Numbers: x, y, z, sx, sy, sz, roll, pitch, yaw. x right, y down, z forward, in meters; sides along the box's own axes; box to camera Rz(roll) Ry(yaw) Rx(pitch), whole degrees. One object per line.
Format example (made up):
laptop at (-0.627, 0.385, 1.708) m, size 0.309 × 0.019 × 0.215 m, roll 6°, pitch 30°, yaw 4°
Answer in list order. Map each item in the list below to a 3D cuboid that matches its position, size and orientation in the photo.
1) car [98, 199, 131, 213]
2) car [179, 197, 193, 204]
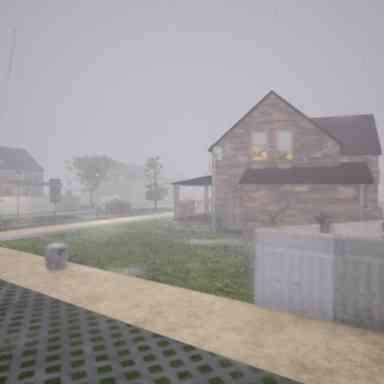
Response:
car at (-9.023, 1.594, 39.233) m, size 2.128 × 1.511 × 4.902 m, roll 1°, pitch 0°, yaw 21°
car at (-1.126, 1.702, 59.906) m, size 2.097 × 1.767 × 4.553 m, roll 1°, pitch 0°, yaw 21°
